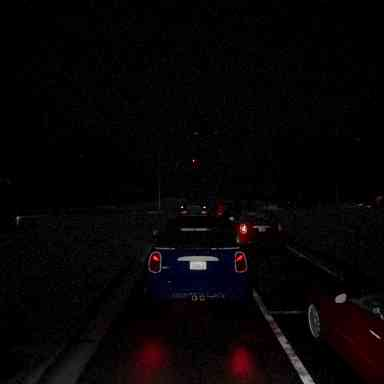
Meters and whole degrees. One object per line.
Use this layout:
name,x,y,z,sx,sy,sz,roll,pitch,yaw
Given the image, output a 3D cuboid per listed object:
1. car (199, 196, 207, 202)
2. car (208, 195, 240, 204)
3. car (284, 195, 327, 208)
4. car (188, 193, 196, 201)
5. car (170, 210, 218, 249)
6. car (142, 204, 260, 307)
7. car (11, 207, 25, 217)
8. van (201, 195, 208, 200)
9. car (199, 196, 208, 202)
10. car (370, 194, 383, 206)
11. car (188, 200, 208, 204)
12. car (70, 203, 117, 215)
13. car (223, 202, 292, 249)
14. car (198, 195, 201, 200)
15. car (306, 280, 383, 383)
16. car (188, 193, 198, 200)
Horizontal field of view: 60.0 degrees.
car,2.668,1.664,84.010,1.887,1.381,4.507,-1,0,0
car,2.638,1.323,25.210,2.192,1.841,5.009,-1,0,0
car,13.590,1.132,39.904,4.892,1.490,1.837,-1,1,0
car,0.045,1.371,92.197,2.150,2.045,5.566,0,0,0
car,0.102,1.603,15.491,1.895,1.301,4.718,0,0,0
car,0.073,1.352,8.156,2.097,1.767,4.553,0,0,-1
car,-21.121,2.115,36.962,4.674,1.442,1.812,-2,1,0
van,2.650,1.382,51.572,1.690,1.788,3.998,-1,0,0
car,2.665,1.654,78.603,2.008,1.369,4.403,-1,0,0
car,23.874,0.732,39.902,4.553,1.767,2.097,-1,1,0
car,0.114,1.572,25.503,1.994,1.385,4.181,0,0,-1
car,-10.859,1.891,36.948,4.718,1.301,1.895,-2,1,0
car,2.634,1.441,14.406,1.967,1.590,4.097,-1,0,0
car,2.652,1.366,56.978,2.192,1.841,5.009,-1,0,0
car,2.631,1.581,3.601,1.802,1.307,4.206,-1,0,0
car,0.038,1.456,77.362,2.097,1.767,4.553,0,0,0
